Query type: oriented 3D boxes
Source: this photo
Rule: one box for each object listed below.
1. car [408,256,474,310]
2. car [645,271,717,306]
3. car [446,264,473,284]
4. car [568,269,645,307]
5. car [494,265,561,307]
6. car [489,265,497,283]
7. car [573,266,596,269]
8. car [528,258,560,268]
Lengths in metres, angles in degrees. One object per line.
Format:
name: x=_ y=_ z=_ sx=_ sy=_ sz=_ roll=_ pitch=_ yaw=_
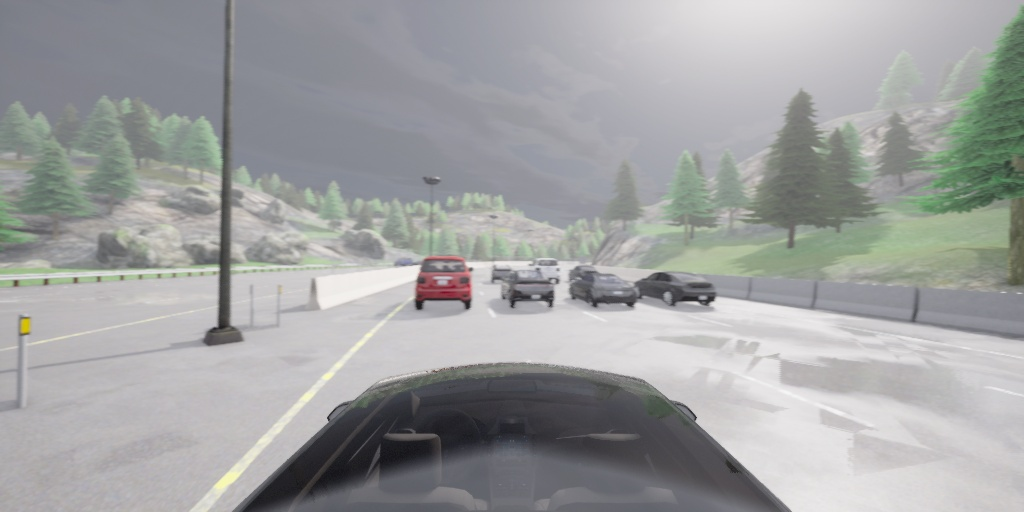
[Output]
car: x=-2.832 y=1.043 z=15.369 sx=2.150 sy=2.045 sz=5.566 roll=1 pitch=0 yaw=-8
car: x=7.526 y=1.467 z=17.137 sx=1.837 sy=1.490 sz=4.892 roll=1 pitch=0 yaw=-8
car: x=-4.344 y=1.455 z=30.257 sx=1.812 sy=1.442 sz=4.674 roll=1 pitch=0 yaw=-3
car: x=4.062 y=1.480 z=16.627 sx=1.994 sy=1.385 sz=4.181 roll=1 pitch=0 yaw=-8
car: x=0.597 y=1.365 z=16.151 sx=2.128 sy=1.511 sz=4.902 roll=1 pitch=0 yaw=-8
car: x=-0.848 y=1.463 z=30.406 sx=2.128 sy=1.511 sz=4.902 roll=1 pitch=0 yaw=-3
car: x=6.136 y=1.561 z=30.867 sx=1.837 sy=1.490 sz=4.892 roll=1 pitch=0 yaw=-3
car: x=2.657 y=1.227 z=30.365 sx=2.150 sy=2.045 sz=5.566 roll=1 pitch=0 yaw=-4
